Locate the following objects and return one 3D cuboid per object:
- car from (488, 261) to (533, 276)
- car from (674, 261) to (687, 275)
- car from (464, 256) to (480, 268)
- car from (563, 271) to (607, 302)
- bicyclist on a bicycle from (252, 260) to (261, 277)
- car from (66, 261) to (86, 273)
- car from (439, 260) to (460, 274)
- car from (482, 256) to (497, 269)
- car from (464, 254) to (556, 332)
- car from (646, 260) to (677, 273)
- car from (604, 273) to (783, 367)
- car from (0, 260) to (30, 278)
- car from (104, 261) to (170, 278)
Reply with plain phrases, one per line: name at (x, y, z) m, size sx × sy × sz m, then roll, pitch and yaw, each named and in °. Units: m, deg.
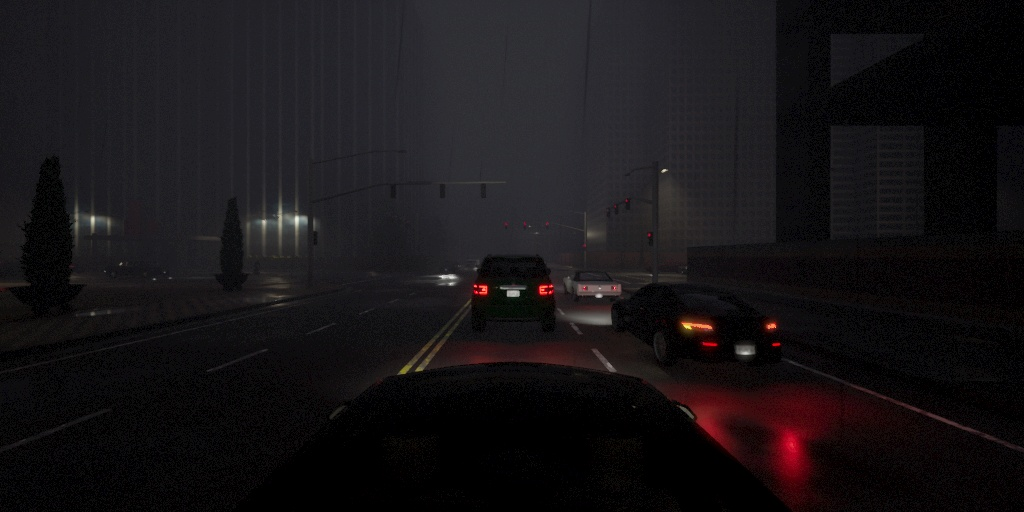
car at (-0.288, 1.297, 38.823) m, size 2.033 × 1.411 × 5.357 m, roll 0°, pitch 0°, yaw -38°
car at (19.879, 1.351, 37.210) m, size 4.718 × 1.301 × 1.895 m, roll 0°, pitch 0°, yaw 1°
car at (-7.021, 0.971, 63.207) m, size 2.150 × 2.045 × 5.566 m, roll 0°, pitch 0°, yaw 0°
car at (3.594, 1.351, 16.975) m, size 1.895 × 1.301 × 4.718 m, roll 0°, pitch 0°, yaw 0°
bicyclist on a bicycle at (-24.643, 1.203, 34.599) m, size 0.582 × 1.620 × 1.656 m, roll 0°, pitch 0°, yaw -13°
car at (-50.686, 1.276, 40.125) m, size 4.674 × 1.442 × 1.812 m, roll 0°, pitch 0°, yaw 0°
car at (-7.069, 1.241, 40.983) m, size 2.128 × 1.511 × 4.902 m, roll 0°, pitch 0°, yaw 0°
car at (-3.543, 0.972, 57.724) m, size 2.150 × 2.045 × 5.566 m, roll 0°, pitch 0°, yaw 0°
car at (0.058, 0.971, 11.057) m, size 2.150 × 2.045 × 5.566 m, roll 0°, pitch 0°, yaw 1°
car at (17.810, 1.228, 40.723) m, size 5.008 × 1.535 × 1.882 m, roll 0°, pitch 0°, yaw 0°
car at (3.589, 1.276, 7.814) m, size 1.812 × 1.442 × 4.674 m, roll 0°, pitch 0°, yaw 0°
car at (-45.000, 1.314, 33.026) m, size 4.181 × 1.385 × 1.994 m, roll 0°, pitch 0°, yaw 0°
car at (-34.503, 1.241, 33.064) m, size 4.902 × 1.511 × 2.128 m, roll 0°, pitch 0°, yaw 0°
